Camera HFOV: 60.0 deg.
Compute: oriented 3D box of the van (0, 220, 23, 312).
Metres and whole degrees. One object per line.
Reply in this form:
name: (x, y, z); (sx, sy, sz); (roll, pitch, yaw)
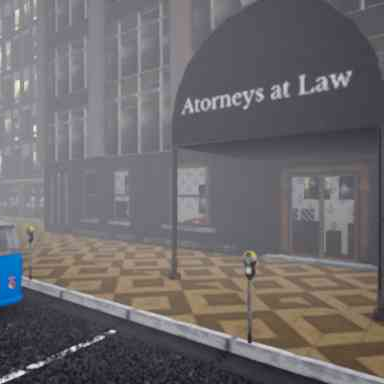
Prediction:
van: (-4.926, 1.334, 6.378); (3.998, 1.788, 1.690); (0, 0, 35)
